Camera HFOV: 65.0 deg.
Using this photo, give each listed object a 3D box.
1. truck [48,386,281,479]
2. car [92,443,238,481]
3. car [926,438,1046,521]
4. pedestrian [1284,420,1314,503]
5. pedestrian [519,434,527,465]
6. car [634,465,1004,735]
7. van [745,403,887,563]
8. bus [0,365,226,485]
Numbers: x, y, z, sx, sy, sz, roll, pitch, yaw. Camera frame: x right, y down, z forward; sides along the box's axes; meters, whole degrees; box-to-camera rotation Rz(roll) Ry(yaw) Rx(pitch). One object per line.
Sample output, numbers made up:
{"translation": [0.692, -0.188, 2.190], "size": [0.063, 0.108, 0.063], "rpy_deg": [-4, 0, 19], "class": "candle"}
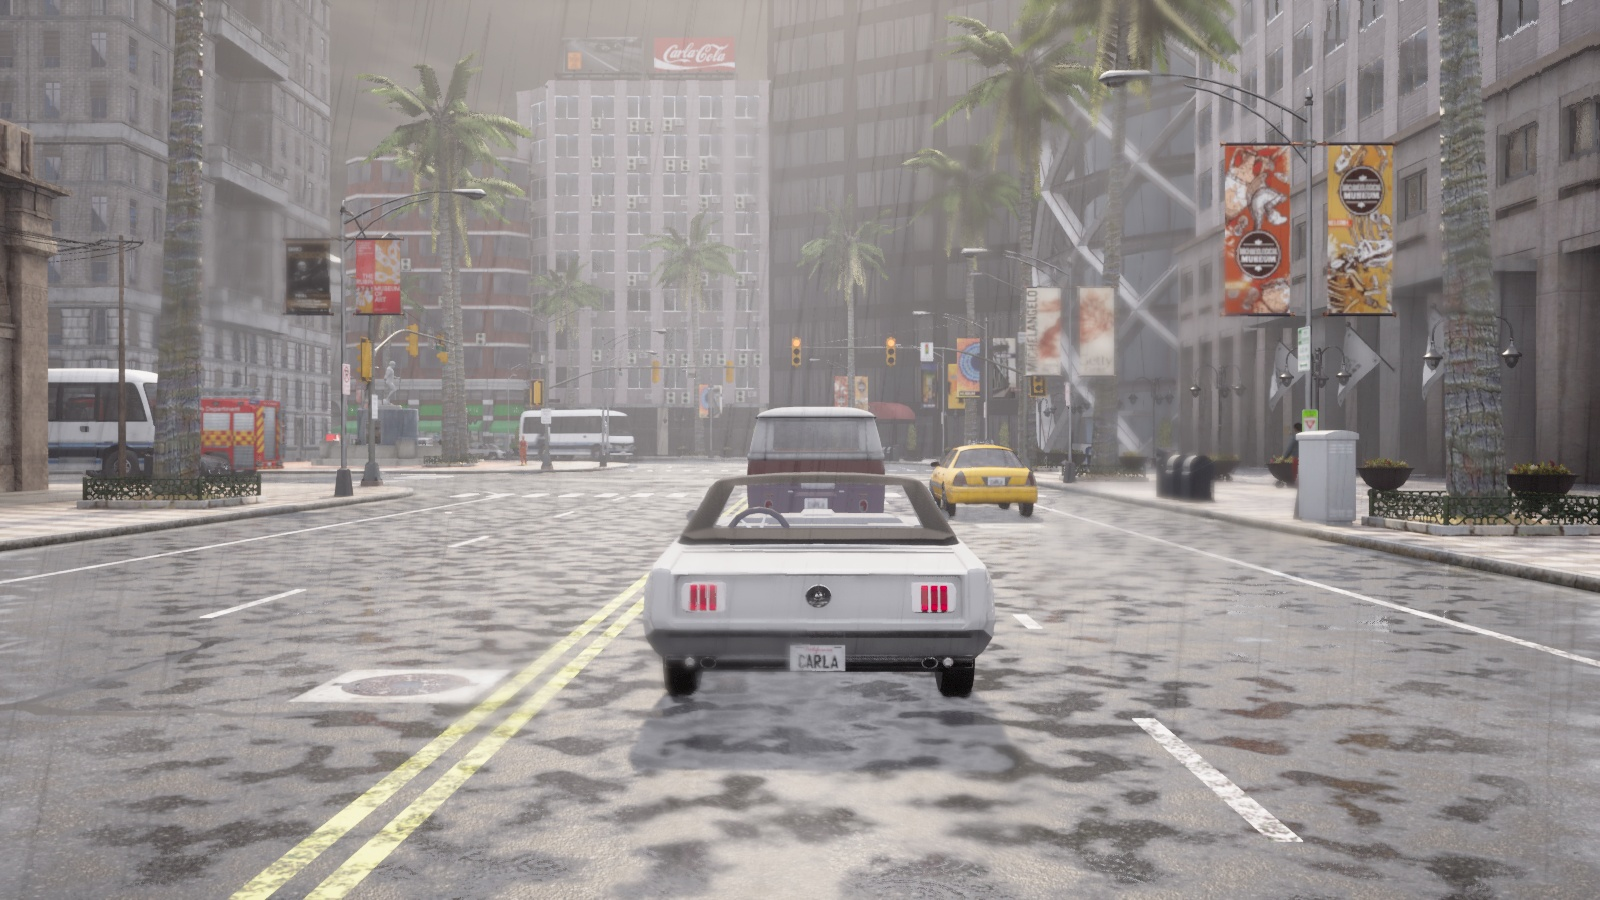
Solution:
{"translation": [-26.917, -0.742, 53.484], "size": [8.468, 3.827, 2.891], "rpy_deg": [0, 0, 0], "class": "truck"}
{"translation": [-25.251, 0.449, 49.998], "size": [4.892, 1.490, 1.837], "rpy_deg": [0, 0, 1], "class": "car"}
{"translation": [3.818, 0.541, 26.655], "size": [1.801, 1.575, 5.366], "rpy_deg": [0, 1, 1], "class": "car"}
{"translation": [11.256, 0.252, 28.328], "size": [0.353, 1.847, 0.614], "rpy_deg": [0, 0, -8], "class": "pedestrian"}
{"translation": [-16.499, -0.032, 74.808], "size": [0.345, 1.836, 0.594], "rpy_deg": [0, 0, 0], "class": "pedestrian"}
{"translation": [0.125, 0.797, 8.803], "size": [1.895, 1.301, 4.718], "rpy_deg": [0, 0, 1], "class": "car"}
{"translation": [0.224, 0.399, 17.841], "size": [1.775, 1.987, 4.442], "rpy_deg": [0, 0, 1], "class": "van"}
{"translation": [-27.301, -0.914, 46.485], "size": [10.273, 4.253, 3.944], "rpy_deg": [0, 0, 0], "class": "bus"}
